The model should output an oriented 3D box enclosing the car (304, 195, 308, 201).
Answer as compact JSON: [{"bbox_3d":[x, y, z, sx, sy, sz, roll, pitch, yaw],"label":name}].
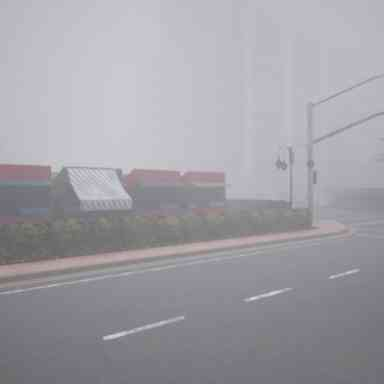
[{"bbox_3d":[19.027,0.877,59.140,1.905,1.878,3.866,0,0,-36],"label":"car"}]

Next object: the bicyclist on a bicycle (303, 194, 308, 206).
[{"bbox_3d":[15.561,1.061,44.945,1.656,1.620,0.582,-1,0,-36],"label":"bicyclist on a bicycle"}]

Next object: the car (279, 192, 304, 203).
[{"bbox_3d":[16.636,0.891,57.427,1.905,1.878,3.866,0,0,-36],"label":"car"}]

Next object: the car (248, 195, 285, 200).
[{"bbox_3d":[7.304,1.343,35.921,1.812,1.442,4.674,0,0,-36],"label":"car"}]
